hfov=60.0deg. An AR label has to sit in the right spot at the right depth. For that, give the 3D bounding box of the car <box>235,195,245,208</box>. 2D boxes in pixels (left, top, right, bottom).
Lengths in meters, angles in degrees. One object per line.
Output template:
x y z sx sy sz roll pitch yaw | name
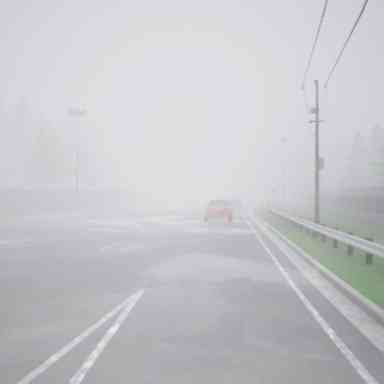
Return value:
6.088 1.465 47.029 1.882 1.535 5.008 0 0 12 | car

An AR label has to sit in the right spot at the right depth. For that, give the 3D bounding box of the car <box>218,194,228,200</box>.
8.313 1.347 89.162 2.033 1.411 5.357 0 0 13 | car

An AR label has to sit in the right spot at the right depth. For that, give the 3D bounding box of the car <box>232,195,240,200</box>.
11.733 1.405 88.420 1.895 1.301 4.718 0 0 13 | car

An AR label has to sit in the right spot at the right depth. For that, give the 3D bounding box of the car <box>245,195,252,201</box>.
13.854 1.506 81.926 1.812 1.442 4.674 0 0 13 | car

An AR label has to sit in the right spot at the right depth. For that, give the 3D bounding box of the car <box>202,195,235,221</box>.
2.272 1.345 27.296 2.097 1.767 4.553 0 0 8 | car

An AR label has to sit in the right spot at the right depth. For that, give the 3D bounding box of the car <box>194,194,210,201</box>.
2.601 1.464 79.770 1.837 1.490 4.892 0 0 13 | car

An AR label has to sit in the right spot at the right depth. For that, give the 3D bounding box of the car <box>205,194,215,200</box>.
4.899 1.281 89.934 1.882 1.535 5.008 0 0 13 | car

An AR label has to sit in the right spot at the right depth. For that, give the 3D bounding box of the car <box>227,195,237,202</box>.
9.521 1.496 78.634 1.812 1.442 4.674 0 0 13 | car

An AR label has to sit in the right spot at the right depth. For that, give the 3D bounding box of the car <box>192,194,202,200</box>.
1.485 1.353 90.706 1.994 1.385 4.181 0 0 13 | car

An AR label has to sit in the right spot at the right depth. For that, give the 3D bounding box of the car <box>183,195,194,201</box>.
-0.728 1.513 80.916 1.994 1.385 4.181 0 0 13 | car
